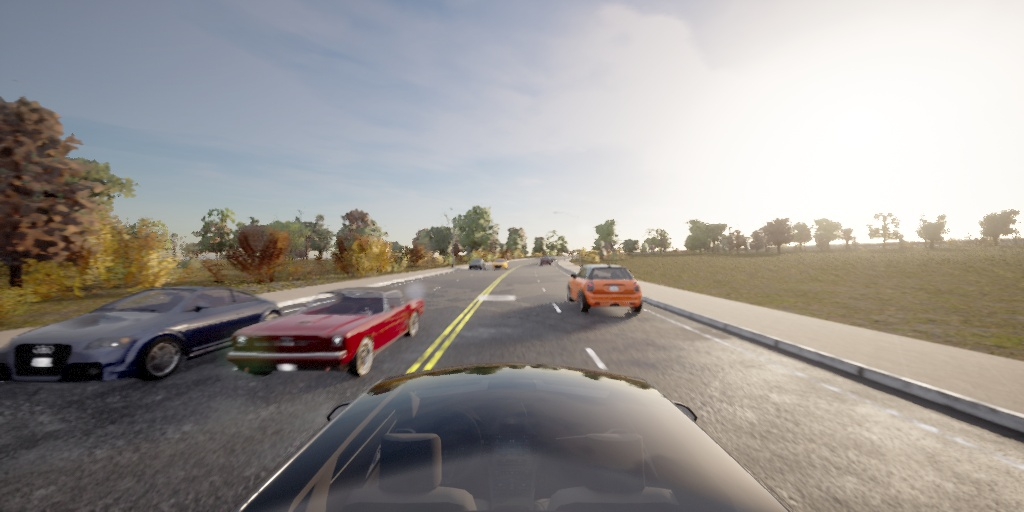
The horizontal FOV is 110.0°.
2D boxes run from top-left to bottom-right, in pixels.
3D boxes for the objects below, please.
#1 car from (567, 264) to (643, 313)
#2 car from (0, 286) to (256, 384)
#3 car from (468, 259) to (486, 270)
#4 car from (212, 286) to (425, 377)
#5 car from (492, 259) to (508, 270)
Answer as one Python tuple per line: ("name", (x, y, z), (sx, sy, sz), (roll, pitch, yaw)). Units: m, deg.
("car", (3.473, 1.104, 14.218), (2.097, 1.767, 4.553), (0, 0, 1))
("car", (-6.562, 1.297, 7.009), (1.994, 1.385, 4.181), (0, 0, 0))
("car", (-4.887, 1.178, 50.680), (1.837, 1.490, 4.892), (0, 0, 4))
("car", (-3.318, 1.342, 7.514), (1.895, 1.301, 4.718), (0, 0, 0))
("car", (-1.647, 1.156, 50.405), (1.882, 1.535, 5.008), (0, 0, 4))
